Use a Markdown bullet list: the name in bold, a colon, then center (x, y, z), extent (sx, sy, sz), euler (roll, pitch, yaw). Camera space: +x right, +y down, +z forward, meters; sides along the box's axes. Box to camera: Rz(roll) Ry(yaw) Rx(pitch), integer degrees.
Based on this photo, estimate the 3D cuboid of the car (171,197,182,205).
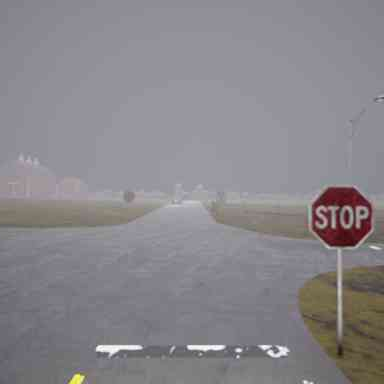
- **car**: center (-2.731, 1.559, 59.216), extent (2.128, 1.511, 4.902), euler (0, 0, 0)
